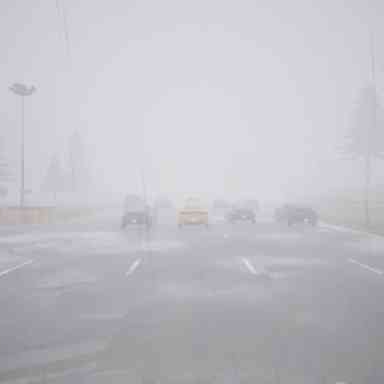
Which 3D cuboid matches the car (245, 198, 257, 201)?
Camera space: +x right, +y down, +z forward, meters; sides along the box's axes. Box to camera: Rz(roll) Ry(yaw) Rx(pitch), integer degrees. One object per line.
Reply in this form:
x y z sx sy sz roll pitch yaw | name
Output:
7.094 1.517 41.181 1.837 1.490 4.892 0 0 0 | car

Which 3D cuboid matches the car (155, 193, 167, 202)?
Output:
-7.011 1.248 75.873 2.150 2.045 5.566 0 0 0 | car

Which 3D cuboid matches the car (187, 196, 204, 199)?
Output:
0.093 1.364 40.856 2.097 1.767 4.553 0 0 0 | car

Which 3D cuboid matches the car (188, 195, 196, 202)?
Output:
-0.011 1.548 76.677 1.812 1.442 4.674 0 0 0 | car

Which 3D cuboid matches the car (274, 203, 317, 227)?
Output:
7.095 1.512 23.123 1.837 1.490 4.892 0 0 0 | car

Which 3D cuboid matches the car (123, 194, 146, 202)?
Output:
-6.905 1.234 40.527 2.150 2.045 5.566 0 0 0 | car

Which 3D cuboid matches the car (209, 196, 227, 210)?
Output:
3.593 1.491 42.737 1.882 1.535 5.008 0 0 0 | car

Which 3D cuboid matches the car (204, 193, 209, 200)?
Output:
3.488 1.502 77.927 1.882 1.535 5.008 0 0 0 | car

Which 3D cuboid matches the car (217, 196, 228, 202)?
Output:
6.989 1.563 76.678 2.033 1.411 5.357 0 0 0 | car

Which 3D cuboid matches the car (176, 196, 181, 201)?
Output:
-3.511 1.548 76.676 1.812 1.442 4.674 0 0 0 | car

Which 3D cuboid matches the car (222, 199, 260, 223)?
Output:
3.581 1.533 25.220 1.812 1.442 4.674 0 0 0 | car

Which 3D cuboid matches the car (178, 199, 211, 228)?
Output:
0.095 1.484 22.412 1.882 1.535 5.008 0 0 0 | car

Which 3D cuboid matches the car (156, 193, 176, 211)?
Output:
-3.407 1.364 40.839 2.097 1.767 4.553 0 0 0 | car

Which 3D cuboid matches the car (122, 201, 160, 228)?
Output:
-3.418 1.532 21.984 1.812 1.442 4.674 0 0 0 | car
